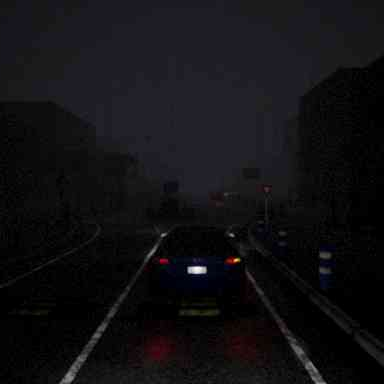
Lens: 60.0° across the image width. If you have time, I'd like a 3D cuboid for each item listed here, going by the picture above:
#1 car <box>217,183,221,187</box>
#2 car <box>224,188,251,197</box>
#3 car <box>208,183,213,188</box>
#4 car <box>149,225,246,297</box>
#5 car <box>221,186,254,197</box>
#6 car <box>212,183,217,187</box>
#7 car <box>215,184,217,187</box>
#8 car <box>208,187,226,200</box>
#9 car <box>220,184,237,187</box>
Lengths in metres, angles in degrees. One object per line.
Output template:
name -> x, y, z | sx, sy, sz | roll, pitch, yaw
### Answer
car -> 8.321, -0.426, 66.763 | 5.566, 2.045, 2.435 | 0, 2, -1
car -> 8.344, 0.092, 61.268 | 4.674, 1.452, 2.002 | 0, 2, -1
car -> 8.043, -1.268, 91.557 | 5.566, 2.045, 2.435 | 0, 2, -1
car -> 0.137, 1.507, 8.294 | 1.994, 1.385, 4.181 | 0, -2, 1
car -> 8.179, 0.167, 58.510 | 5.366, 1.575, 1.946 | 0, 2, -1
car -> 8.151, -0.768, 83.298 | 5.008, 1.535, 2.097 | 0, 2, -1
car -> 8.224, -0.487, 75.035 | 4.892, 1.521, 2.231 | 0, 2, -1
car -> 3.875, 0.460, 52.640 | 1.837, 1.490, 4.892 | 0, 3, 0
car -> 8.284, -0.189, 64.014 | 4.553, 1.767, 2.185 | 0, 2, -1
